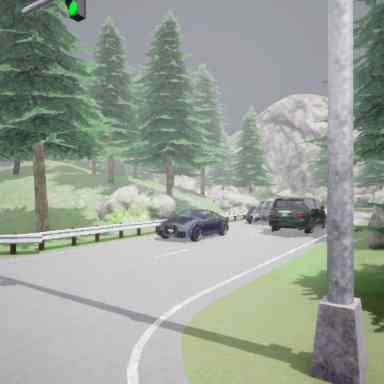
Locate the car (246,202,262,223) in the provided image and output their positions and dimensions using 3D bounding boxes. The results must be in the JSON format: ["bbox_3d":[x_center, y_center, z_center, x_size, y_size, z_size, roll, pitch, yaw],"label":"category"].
[{"bbox_3d":[5.744,1.507,25.028,2.128,1.511,4.902,0,0,34],"label":"car"}]

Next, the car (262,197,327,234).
[{"bbox_3d":[6.337,1.352,19.511,2.150,2.045,5.566,0,-1,34],"label":"car"}]

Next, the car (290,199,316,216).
[{"bbox_3d":[11.285,1.520,33.613,1.837,1.490,4.892,0,0,27],"label":"car"}]

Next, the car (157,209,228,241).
[{"bbox_3d":[0.140,1.579,16.813,1.994,1.385,4.181,0,0,34],"label":"car"}]

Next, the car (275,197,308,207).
[{"bbox_3d":[15.553,1.527,52.194,1.882,1.535,5.008,2,-2,-31],"label":"car"}]
